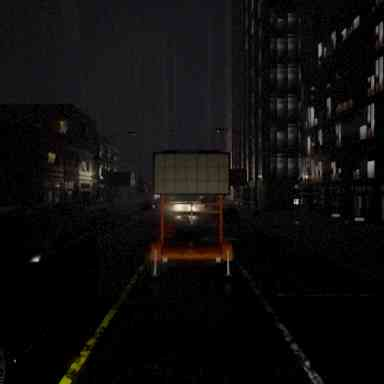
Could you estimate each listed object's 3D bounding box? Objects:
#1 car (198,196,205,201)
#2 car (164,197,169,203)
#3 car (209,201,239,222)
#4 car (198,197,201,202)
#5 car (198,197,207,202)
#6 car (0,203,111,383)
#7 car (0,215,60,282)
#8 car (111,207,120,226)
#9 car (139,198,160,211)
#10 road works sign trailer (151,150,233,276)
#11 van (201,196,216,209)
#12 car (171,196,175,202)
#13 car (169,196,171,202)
[{"bbox_3d":[2.617,1.846,92.907,1.752,1.417,4.829,0,0,0],"label":"car"},{"bbox_3d":[-5.738,1.761,59.582,1.947,1.339,4.313,0,0,0],"label":"car"},{"bbox_3d":[2.668,1.630,26.447,2.008,1.369,4.403,0,0,0],"label":"car"},{"bbox_3d":[2.638,1.741,65.286,1.752,1.417,4.829,0,0,0],"label":"car"},{"bbox_3d":[2.626,1.828,81.689,2.008,1.369,4.403,0,0,0],"label":"car"},{"bbox_3d":[-3.003,1.236,4.915,2.150,2.045,5.566,0,0,0],"label":"car"},{"bbox_3d":[-5.700,1.554,9.695,1.752,1.417,4.829,0,0,0],"label":"car"},{"bbox_3d":[-5.708,1.613,20.914,2.008,1.369,4.403,0,0,0],"label":"car"},{"bbox_3d":[-5.726,1.685,43.010,2.008,1.369,4.403,0,0,0],"label":"car"},{"bbox_3d":[-0.008,0.495,10.467,2.380,3.560,2.880,0,0,0],"label":"road works sign trailer"},{"bbox_3d":[2.649,1.495,48.545,1.690,1.788,3.998,0,0,0],"label":"van"},{"bbox_3d":[-5.754,1.859,81.679,1.802,1.307,4.206,0,0,0],"label":"car"},{"bbox_3d":[-5.742,1.655,65.107,1.967,1.590,4.097,0,0,0],"label":"car"}]
